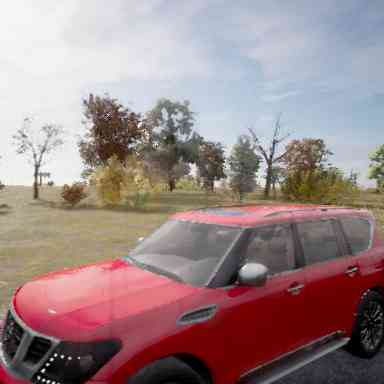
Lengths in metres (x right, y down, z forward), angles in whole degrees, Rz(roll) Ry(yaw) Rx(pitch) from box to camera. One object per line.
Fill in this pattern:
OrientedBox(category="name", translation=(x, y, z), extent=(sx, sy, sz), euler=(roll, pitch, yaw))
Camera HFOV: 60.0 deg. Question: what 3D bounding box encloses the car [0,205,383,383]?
OrientedBox(category="car", translation=(0.581, 1.225, 4.431), extent=(5.566, 2.045, 2.150), euler=(0, 0, -36))
